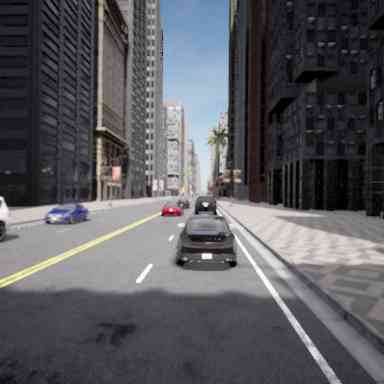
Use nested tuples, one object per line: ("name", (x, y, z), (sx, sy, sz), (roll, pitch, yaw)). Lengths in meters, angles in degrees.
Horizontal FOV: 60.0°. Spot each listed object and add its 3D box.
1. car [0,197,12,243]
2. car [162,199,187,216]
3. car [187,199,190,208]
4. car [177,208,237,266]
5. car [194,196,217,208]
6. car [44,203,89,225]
("car", (-9.393, 1.156, 12.925), (2.150, 2.045, 5.566), (1, 0, 3))
("car", (-1.893, 1.674, 33.904), (1.994, 1.385, 4.181), (1, 0, 3))
("car", (-1.269, 1.706, 49.390), (1.812, 1.442, 4.674), (1, -1, 3))
("car", (0.520, 1.558, 11.824), (1.837, 1.490, 4.892), (1, 0, 2))
("car", (1.415, 1.374, 34.237), (2.150, 2.045, 5.566), (1, 0, 2))
("car", (-8.933, 1.510, 24.192), (1.812, 1.442, 4.674), (1, 0, 3))
